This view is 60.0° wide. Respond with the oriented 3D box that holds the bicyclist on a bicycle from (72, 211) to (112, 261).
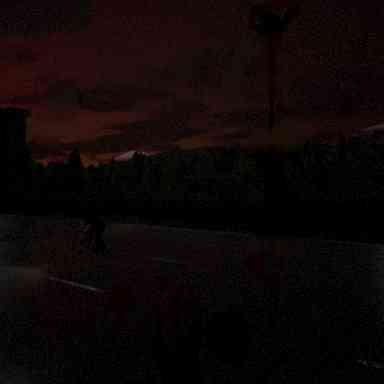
[{"bbox_3d":[-3.364,1.455,11.287,0.582,1.620,1.656,0,2,36],"label":"bicyclist on a bicycle"}]
